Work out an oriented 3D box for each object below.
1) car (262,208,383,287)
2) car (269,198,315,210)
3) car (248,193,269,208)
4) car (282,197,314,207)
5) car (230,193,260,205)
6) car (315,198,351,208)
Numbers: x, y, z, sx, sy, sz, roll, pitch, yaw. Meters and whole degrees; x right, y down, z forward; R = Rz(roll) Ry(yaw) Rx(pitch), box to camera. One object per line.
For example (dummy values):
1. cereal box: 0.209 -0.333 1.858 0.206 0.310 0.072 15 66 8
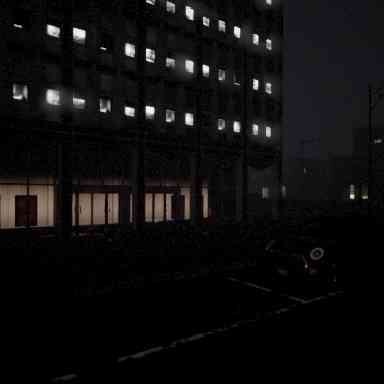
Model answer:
1. car: 3.850 1.441 9.312 4.097 1.590 1.967 0 0 -36
2. car: 11.716 1.427 39.188 2.008 1.369 4.403 1 0 -35
3. car: 8.567 1.168 43.742 2.192 1.841 5.009 1 0 -35
4. car: 15.457 1.480 48.509 1.802 1.307 4.206 1 0 -35
5. car: 9.157 1.168 57.615 2.192 1.841 5.009 1 0 -35
6. car: 18.511 1.447 44.095 1.752 1.417 4.829 1 0 -35
